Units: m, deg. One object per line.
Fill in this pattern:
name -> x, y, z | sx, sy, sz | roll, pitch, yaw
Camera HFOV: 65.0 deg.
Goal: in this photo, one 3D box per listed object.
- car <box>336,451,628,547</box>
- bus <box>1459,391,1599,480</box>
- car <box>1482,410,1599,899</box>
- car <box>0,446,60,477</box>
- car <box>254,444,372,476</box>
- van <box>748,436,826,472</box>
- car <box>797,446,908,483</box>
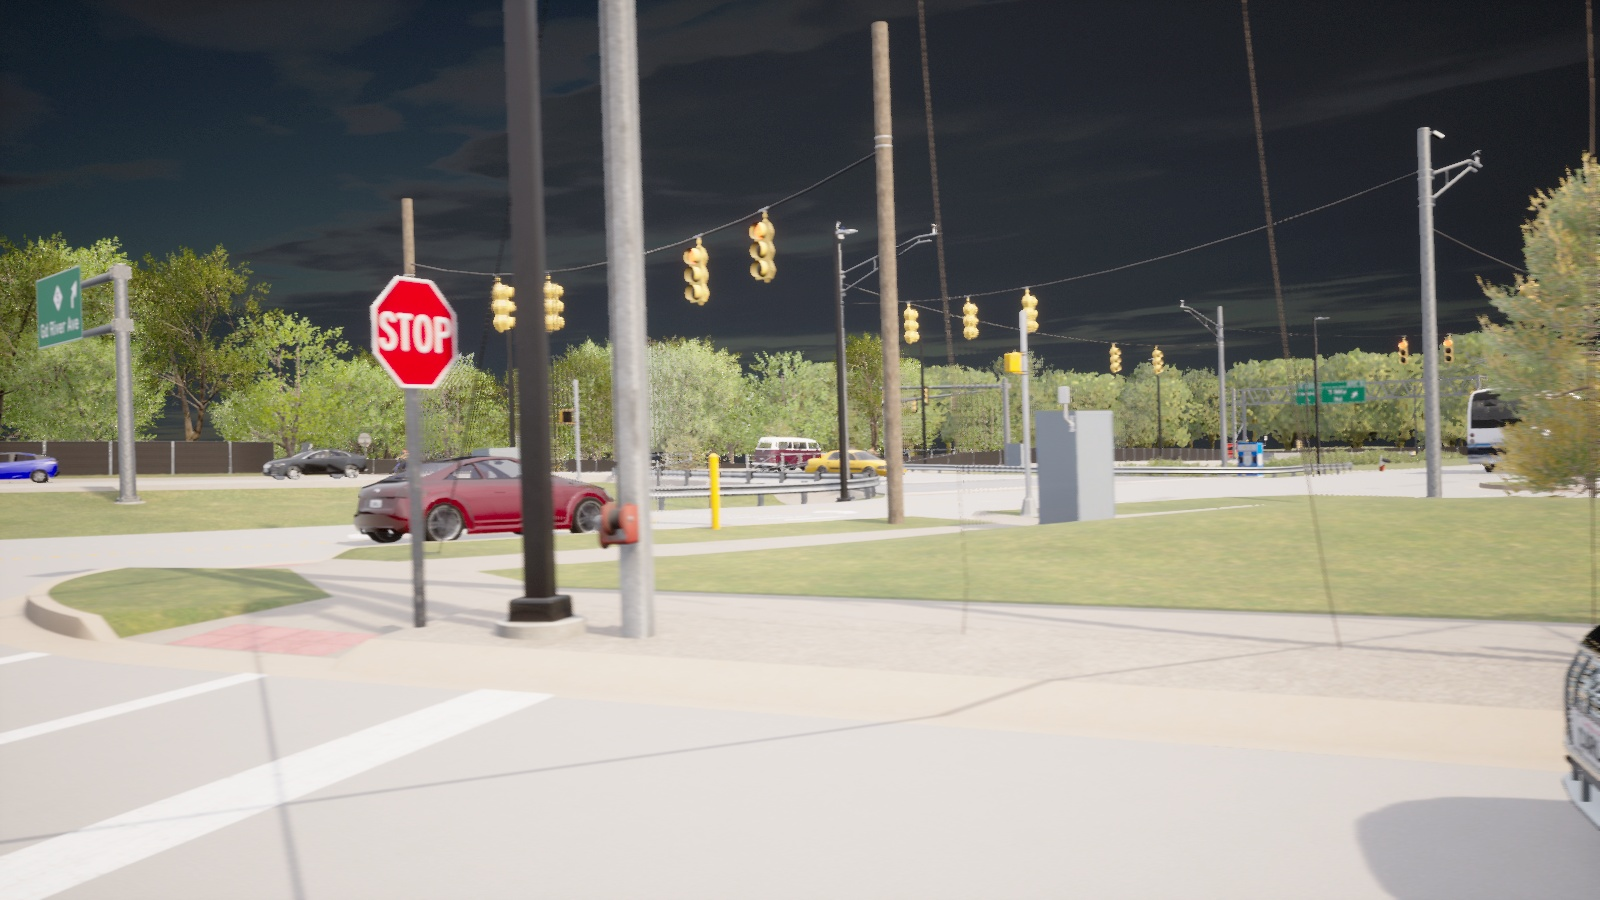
car -> -5.069, 0.742, 20.388 | 1.994, 1.385, 4.181 | -1, -1, 44
bus -> 38.118, -0.735, 65.364 | 3.944, 4.253, 10.273 | -1, 0, 44
car -> 4.797, 0.718, 3.414 | 4.856, 1.649, 2.033 | 0, 1, 18
car -> -38.806, 0.558, 61.267 | 4.514, 1.525, 2.007 | 0, -1, -27
car -> -23.717, 0.483, 61.306 | 2.128, 1.511, 4.902 | -1, -1, 44
van -> -0.728, 0.253, 74.944 | 2.069, 2.038, 4.480 | 2, 1, 44
car -> 2.431, 0.652, 59.327 | 5.366, 1.575, 1.801 | 1, 1, 44
